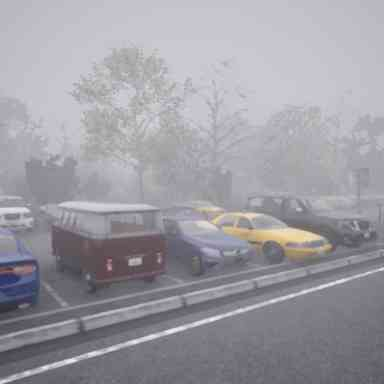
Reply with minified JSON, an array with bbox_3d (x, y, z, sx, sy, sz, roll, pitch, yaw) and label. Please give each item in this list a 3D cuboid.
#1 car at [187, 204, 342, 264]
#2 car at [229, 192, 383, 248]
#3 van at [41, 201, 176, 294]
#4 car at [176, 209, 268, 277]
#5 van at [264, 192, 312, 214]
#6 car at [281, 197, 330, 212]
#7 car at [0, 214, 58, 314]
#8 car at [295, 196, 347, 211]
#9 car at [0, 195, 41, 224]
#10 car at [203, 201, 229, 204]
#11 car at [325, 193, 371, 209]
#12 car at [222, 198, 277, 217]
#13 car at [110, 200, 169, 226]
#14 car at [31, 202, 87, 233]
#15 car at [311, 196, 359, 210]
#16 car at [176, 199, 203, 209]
[{"bbox_3d":[2.251,1.420,11.978,1.946,1.575,5.366,-1,0,-36],"label":"car"},{"bbox_3d":[4.439,1.145,13.735,2.435,2.045,5.566,-1,0,-36],"label":"car"},{"bbox_3d":[-2.487,1.250,8.962,1.878,1.987,4.442,-1,0,-36],"label":"van"},{"bbox_3d":[-0.138,1.489,10.501,2.002,1.452,4.674,-1,0,-36],"label":"car"},{"bbox_3d":[9.587,1.024,33.671,1.878,1.987,4.442,-1,0,-36],"label":"van"},{"bbox_3d":[11.916,1.264,35.189,2.002,1.452,4.674,-1,0,-36],"label":"car"},{"bbox_3d":[-4.695,1.502,7.234,2.097,1.535,5.008,-1,0,-36],"label":"car"},{"bbox_3d":[14.176,1.198,36.802,2.097,1.535,5.008,-1,0,-36],"label":"car"},{"bbox_3d":[-10.649,1.233,19.026,2.435,2.045,5.566,-1,0,-36],"label":"car"},{"bbox_3d":[0.733,1.351,26.970,1.946,1.575,5.366,-1,0,-36],"label":"car"},{"bbox_3d":[18.669,1.022,40.059,2.185,1.767,4.553,-1,0,-36],"label":"car"},{"bbox_3d":[5.159,1.331,30.326,2.163,1.488,4.792,-1,0,-36],"label":"car"},{"bbox_3d":[-3.894,1.407,23.899,2.231,1.521,4.892,-1,0,-36],"label":"car"},{"bbox_3d":[-8.409,1.458,20.669,2.097,1.535,5.008,-1,0,-36],"label":"car"},{"bbox_3d":[16.432,1.213,38.419,2.002,1.452,4.674,-1,0,-36],"label":"car"},{"bbox_3d":[-1.649,1.409,25.531,2.163,1.488,4.792,-1,0,-36],"label":"car"}]
